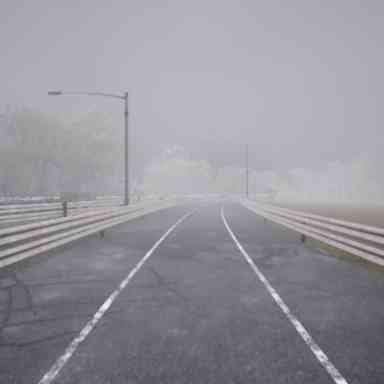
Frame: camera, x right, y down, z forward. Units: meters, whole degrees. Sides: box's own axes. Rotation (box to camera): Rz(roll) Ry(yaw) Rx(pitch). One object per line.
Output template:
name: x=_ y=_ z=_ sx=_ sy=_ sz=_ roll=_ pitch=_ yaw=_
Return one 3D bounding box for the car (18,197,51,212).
car: x=-14.245 y=1.274 z=32.627 sx=1.837 sy=1.490 sz=4.892 roll=0 pitch=0 yaw=12

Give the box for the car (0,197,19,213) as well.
car: x=-17.738 y=1.260 z=33.040 sx=2.128 sy=1.511 sz=4.902 roll=0 pitch=0 yaw=12

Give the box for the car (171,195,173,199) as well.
car: x=-3.931 y=1.373 z=86.324 sx=1.882 sy=1.535 sz=5.008 roll=0 pitch=0 yaw=17

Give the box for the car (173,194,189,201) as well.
car: x=-2.159 y=1.418 z=79.934 sx=2.033 sy=1.411 sz=5.357 roll=0 pitch=0 yaw=16

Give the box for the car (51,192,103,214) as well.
car: x=-10.755 y=0.989 z=32.244 sx=2.150 sy=2.045 sz=5.566 roll=0 pitch=0 yaw=13

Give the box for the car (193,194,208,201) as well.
car: x=1.867 y=1.475 z=81.232 sx=1.895 sy=1.301 sz=4.718 roll=0 pitch=0 yaw=16
